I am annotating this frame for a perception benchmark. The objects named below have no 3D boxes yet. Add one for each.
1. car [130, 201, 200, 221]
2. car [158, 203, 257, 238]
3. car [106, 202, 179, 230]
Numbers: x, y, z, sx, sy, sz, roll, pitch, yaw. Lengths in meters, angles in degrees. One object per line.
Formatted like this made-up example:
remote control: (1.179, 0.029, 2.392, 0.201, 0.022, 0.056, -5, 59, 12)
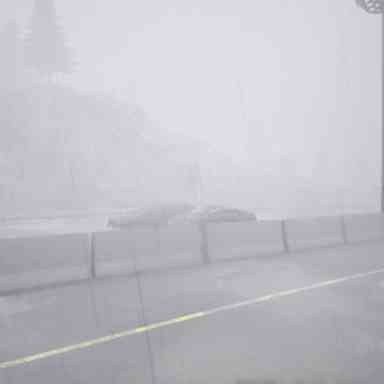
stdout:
car: (-2.170, 1.489, 27.313, 5.357, 1.411, 2.033, 0, 0, -30)
car: (1.083, 1.446, 16.987, 4.902, 1.511, 2.128, 0, 0, -31)
car: (-2.101, 1.508, 19.203, 5.357, 1.411, 2.033, 0, 0, -32)
